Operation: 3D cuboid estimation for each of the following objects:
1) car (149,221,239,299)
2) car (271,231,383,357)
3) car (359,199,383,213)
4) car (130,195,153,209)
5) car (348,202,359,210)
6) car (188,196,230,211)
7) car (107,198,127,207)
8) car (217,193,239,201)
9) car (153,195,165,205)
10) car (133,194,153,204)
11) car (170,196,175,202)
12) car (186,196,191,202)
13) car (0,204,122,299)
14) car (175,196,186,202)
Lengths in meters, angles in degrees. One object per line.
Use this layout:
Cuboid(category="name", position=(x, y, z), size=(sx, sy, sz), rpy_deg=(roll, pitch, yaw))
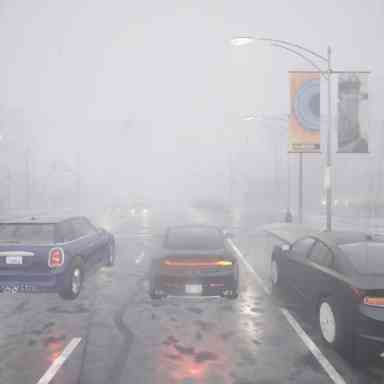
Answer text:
Cuboid(category="car", position=(0.049, 1.505, 8.443), size=(1.837, 1.490, 4.892), rpy_deg=(0, 0, 0))
Cuboid(category="car", position=(2.892, 1.480, 6.284), size=(2.097, 1.535, 5.008), rpy_deg=(0, 0, 0))
Cuboid(category="car", position=(21.506, 1.564, 37.038), size=(4.181, 1.385, 1.994), rpy_deg=(0, 0, -1))
Cuboid(category="car", position=(-7.067, 1.352, 45.533), size=(2.097, 1.767, 4.553), rpy_deg=(0, 0, 1))
Cuboid(category="car", position=(22.008, 1.547, 40.544), size=(5.357, 1.411, 2.033), rpy_deg=(0, 0, -1))
Cuboid(category="car", position=(2.088, 1.564, 41.405), size=(4.181, 1.385, 1.994), rpy_deg=(0, 0, 41))
Cuboid(category="car", position=(-10.584, 1.547, 47.362), size=(2.033, 1.411, 5.357), rpy_deg=(0, 0, 1))
Cuboid(category="car", position=(9.733, 1.225, 85.331), size=(5.566, 2.045, 2.150), rpy_deg=(0, 0, -40))
Cuboid(category="car", position=(-6.263, 1.352, 58.532), size=(2.097, 1.767, 4.553), rpy_deg=(0, 0, 12))
Cuboid(category="car", position=(-9.067, 1.351, 62.074), size=(2.097, 1.767, 4.553), rpy_deg=(0, 0, 15))
Cuboid(category="car", position=(-3.362, 1.553, 75.954), size=(1.994, 1.385, 4.181), rpy_deg=(0, 0, 29))
Cuboid(category="car", position=(1.216, 1.491, 50.347), size=(2.128, 1.511, 4.902), rpy_deg=(0, 0, -18))
Cuboid(category="car", position=(-3.450, 1.352, 8.625), size=(2.097, 1.767, 4.553), rpy_deg=(0, 0, 0))
Cuboid(category="car", position=(-0.952, 1.540, 73.168), size=(2.033, 1.411, 5.357), rpy_deg=(0, 0, 29))
